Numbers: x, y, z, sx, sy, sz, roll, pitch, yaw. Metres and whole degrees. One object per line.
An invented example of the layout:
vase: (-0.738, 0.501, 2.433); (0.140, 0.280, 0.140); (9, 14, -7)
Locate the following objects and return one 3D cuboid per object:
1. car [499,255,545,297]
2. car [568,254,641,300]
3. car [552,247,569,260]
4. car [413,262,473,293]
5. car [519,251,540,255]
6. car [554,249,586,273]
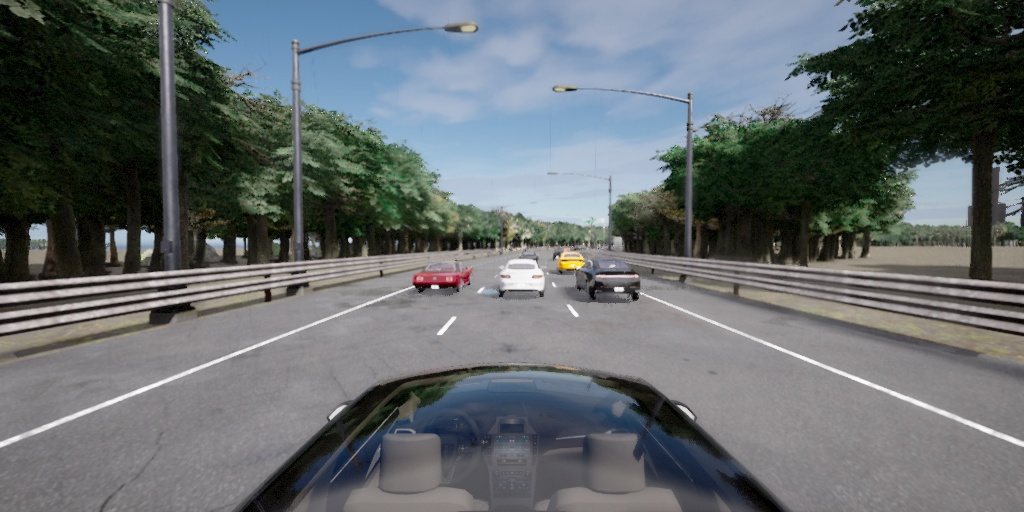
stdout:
car: (0.439, 0.861, 15.634); (1.812, 1.442, 4.674); (0, 2, 2)
car: (3.791, 0.854, 14.784); (2.128, 1.511, 4.902); (0, 2, 2)
car: (6.791, -0.224, 50.972); (1.837, 1.490, 4.892); (0, 2, 7)
car: (-3.028, 0.902, 16.772); (1.895, 1.301, 4.718); (0, 2, 2)
car: (1.741, 0.219, 35.874); (2.128, 1.511, 4.902); (0, 2, 5)
car: (4.475, 0.459, 27.597); (1.882, 1.535, 5.008); (0, 2, 4)
